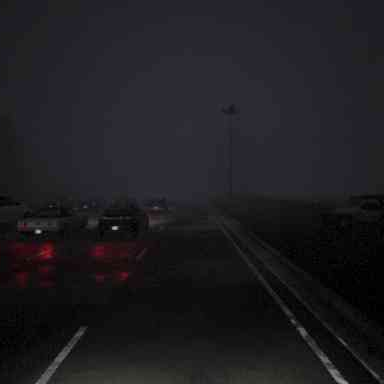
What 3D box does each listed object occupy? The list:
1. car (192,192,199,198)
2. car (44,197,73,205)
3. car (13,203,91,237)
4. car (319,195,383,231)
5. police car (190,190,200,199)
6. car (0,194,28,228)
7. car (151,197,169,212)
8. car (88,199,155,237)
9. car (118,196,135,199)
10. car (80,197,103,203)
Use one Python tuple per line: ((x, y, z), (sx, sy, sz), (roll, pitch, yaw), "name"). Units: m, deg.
((1.045, 0.733, 93.546), (1.801, 1.575, 5.366), (0, 0, 0), "car")
((-13.915, 1.255, 34.891), (1.812, 1.442, 4.674), (0, 0, 0), "car")
((-6.901, 1.467, 17.154), (1.895, 1.301, 4.718), (0, 0, 0), "car")
((8.920, 1.077, 17.561), (3.866, 1.878, 1.905), (0, 0, 0), "car")
((1.045, 0.781, 83.466), (1.930, 1.638, 5.238), (0, 0, 0), "police car")
((-10.402, 1.089, 17.019), (2.150, 2.045, 5.566), (0, 0, 0), "car")
((-3.401, 1.230, 33.784), (2.128, 1.511, 4.902), (0, 0, 0), "car")
((-3.401, 1.359, 17.090), (2.128, 1.511, 4.902), (0, 0, 0), "car")
((-6.903, 1.203, 35.384), (1.882, 1.535, 5.008), (0, 0, 0), "car")
((-10.416, 1.256, 34.852), (1.812, 1.442, 4.674), (0, 0, 0), "car")
